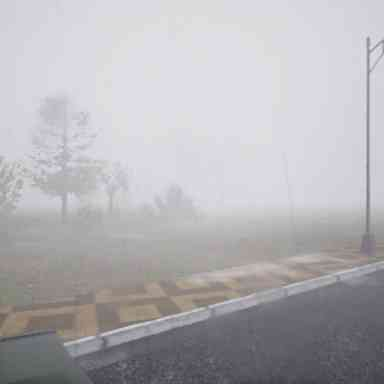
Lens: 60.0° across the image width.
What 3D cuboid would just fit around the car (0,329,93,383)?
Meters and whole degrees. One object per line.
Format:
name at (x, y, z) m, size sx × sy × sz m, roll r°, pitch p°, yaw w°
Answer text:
car at (-2.788, 1.603, 1.389) m, size 4.718 × 1.301 × 1.895 m, roll 0°, pitch 0°, yaw -36°
